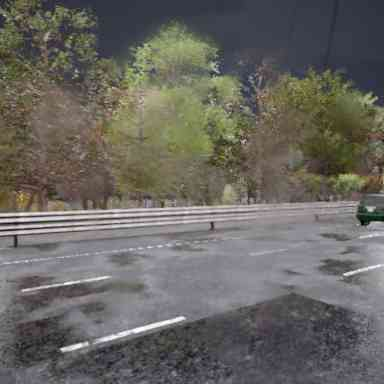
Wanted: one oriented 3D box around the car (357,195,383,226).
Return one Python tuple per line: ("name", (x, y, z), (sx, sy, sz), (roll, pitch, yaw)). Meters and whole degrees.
("car", (12.934, 1.182, 21.584), (5.566, 2.045, 2.150), (0, 0, -35))
